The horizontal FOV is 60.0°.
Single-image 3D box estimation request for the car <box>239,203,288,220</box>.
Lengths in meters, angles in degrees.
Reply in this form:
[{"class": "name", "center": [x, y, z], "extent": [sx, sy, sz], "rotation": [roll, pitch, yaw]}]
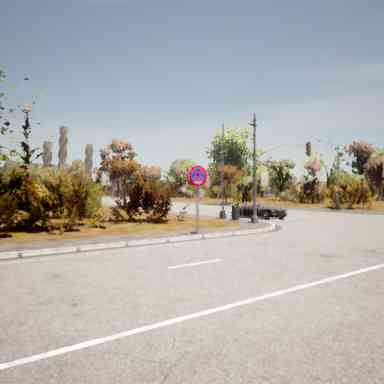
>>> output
[{"class": "car", "center": [5.686, 1.591, 27.807], "extent": [1.895, 1.301, 4.718], "rotation": [0, 0, -32]}]
